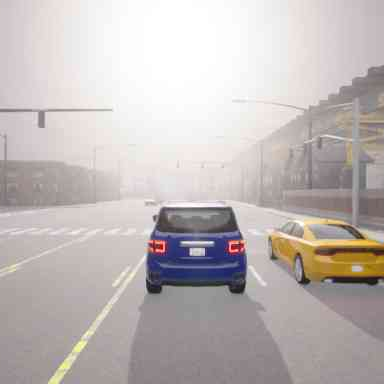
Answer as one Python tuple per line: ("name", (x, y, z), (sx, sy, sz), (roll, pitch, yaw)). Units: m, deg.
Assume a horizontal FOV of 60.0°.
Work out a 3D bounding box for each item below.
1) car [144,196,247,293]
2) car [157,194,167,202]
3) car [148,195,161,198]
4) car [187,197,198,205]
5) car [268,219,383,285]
("car", (0.066, 1.236, 9.016), (2.150, 2.045, 5.566), (0, 0, -1))
("car", (-6.985, 1.440, 77.884), (2.097, 1.767, 4.553), (0, 0, 0))
("car", (-7.062, 1.606, 57.953), (2.033, 1.411, 5.357), (0, 0, 0))
("car", (0.115, 1.630, 61.320), (2.033, 1.411, 5.357), (0, 0, 0))
("car", (3.566, 1.502, 9.641), (1.882, 1.535, 5.008), (0, 0, 0))
